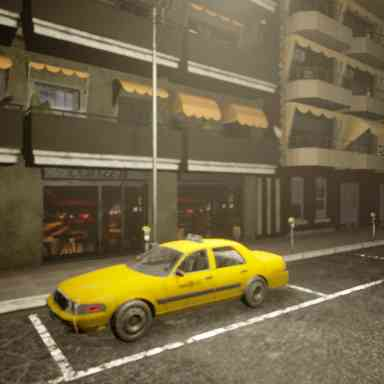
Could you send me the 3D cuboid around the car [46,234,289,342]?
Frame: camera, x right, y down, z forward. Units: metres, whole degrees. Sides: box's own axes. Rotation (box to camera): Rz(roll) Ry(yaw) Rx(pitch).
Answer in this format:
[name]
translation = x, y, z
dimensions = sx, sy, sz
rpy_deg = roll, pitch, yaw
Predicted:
[car]
translation = -0.161, 1.545, 6.455
dimensions = 4.829, 1.417, 1.752
rpy_deg = 0, -1, -36
